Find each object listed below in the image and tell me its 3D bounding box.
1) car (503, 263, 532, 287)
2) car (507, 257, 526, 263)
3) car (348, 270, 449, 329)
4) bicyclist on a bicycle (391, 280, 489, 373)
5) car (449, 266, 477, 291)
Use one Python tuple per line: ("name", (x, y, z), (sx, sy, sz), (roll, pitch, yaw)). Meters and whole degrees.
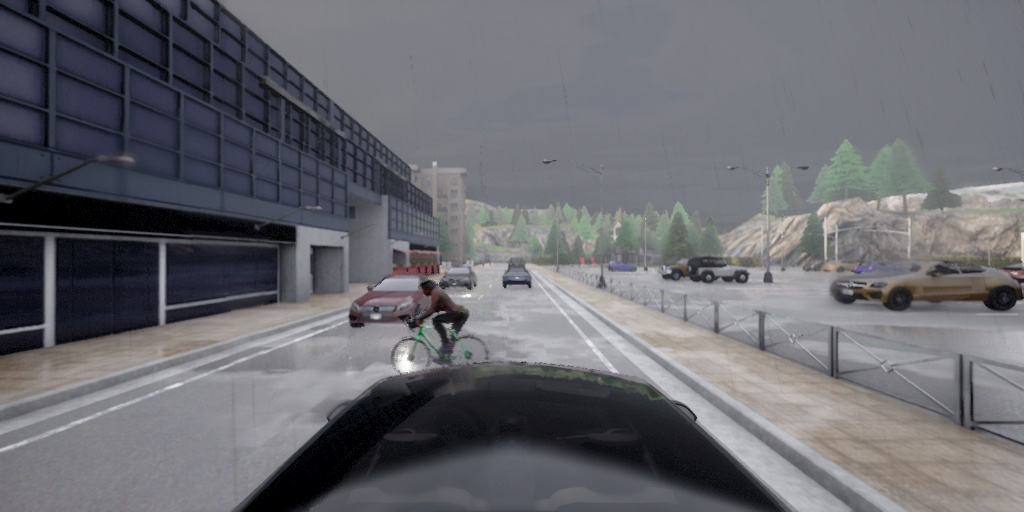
("car", (0.364, 1.427, 25.682), (1.994, 1.385, 4.181), (0, 0, 1))
("car", (0.584, 1.177, 44.495), (2.150, 2.045, 5.566), (0, 0, 1))
("car", (-3.497, 1.322, 11.609), (1.812, 1.442, 4.674), (0, 0, 1))
("bicyclist on a bicycle", (-1.218, 1.223, 5.980), (1.656, 1.620, 0.582), (-2, 0, 1))
("car", (-3.344, 1.377, 23.209), (1.812, 1.442, 4.674), (0, 0, 1))
